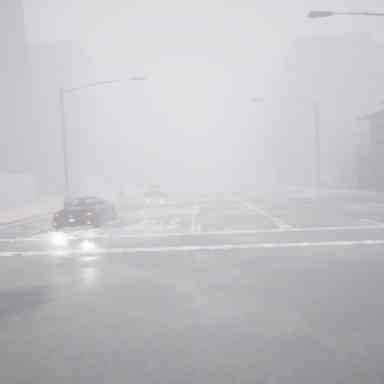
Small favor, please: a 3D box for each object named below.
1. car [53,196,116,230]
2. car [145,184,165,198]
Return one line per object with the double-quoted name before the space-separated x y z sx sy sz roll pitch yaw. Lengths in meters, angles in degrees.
"car" -5.099 0.928 16.162 1.994 1.385 4.181 -2 2 1
"car" -4.636 -0.257 41.873 2.097 1.767 4.553 -3 2 1
